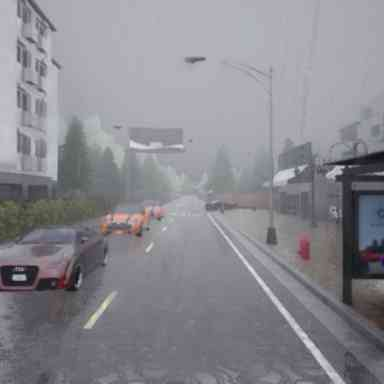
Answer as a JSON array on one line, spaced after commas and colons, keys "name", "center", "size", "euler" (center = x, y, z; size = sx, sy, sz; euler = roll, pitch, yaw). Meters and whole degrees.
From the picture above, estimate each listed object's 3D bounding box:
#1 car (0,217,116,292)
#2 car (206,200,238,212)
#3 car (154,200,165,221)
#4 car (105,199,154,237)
[{"name": "car", "center": [-3.601, 1.599, 8.922], "size": [1.994, 1.385, 4.181], "euler": [0, 0, 0]}, {"name": "car", "center": [4.005, 1.816, 44.023], "size": [5.008, 1.535, 1.882], "euler": [1, -2, -41]}, {"name": "car", "center": [-3.564, 1.466, 28.676], "size": [2.097, 1.767, 4.553], "euler": [0, 0, 0]}, {"name": "car", "center": [-3.595, 1.426, 18.625], "size": [2.097, 1.767, 4.553], "euler": [0, 0, 0]}]
